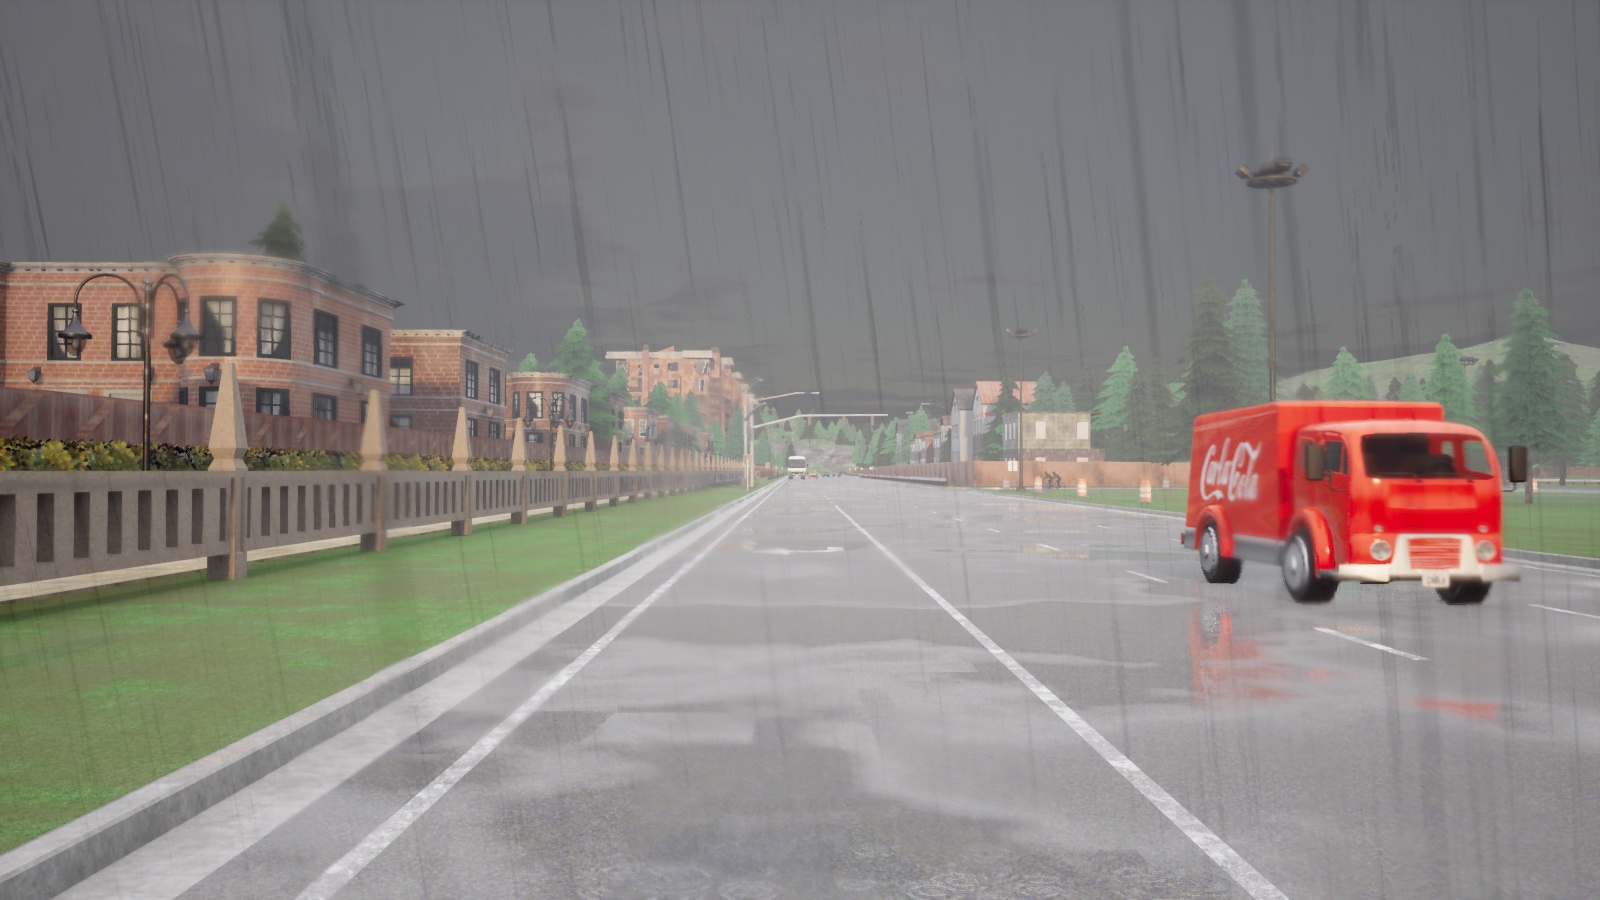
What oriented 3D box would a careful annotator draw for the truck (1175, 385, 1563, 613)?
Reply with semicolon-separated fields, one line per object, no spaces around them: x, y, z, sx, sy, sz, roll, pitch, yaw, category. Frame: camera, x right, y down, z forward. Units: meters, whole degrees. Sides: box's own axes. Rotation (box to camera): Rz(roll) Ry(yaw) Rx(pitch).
6.960;0.572;16.248;2.627;2.467;5.204;0;-1;0;truck
